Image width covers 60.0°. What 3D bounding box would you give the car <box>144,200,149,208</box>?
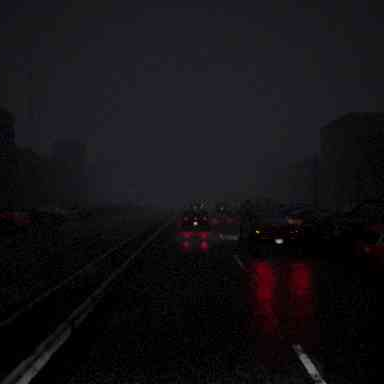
[{"bbox_3d":[-12.302,2.481,68.158,5.566,2.045,2.435,0,-1,0],"label":"car"}]

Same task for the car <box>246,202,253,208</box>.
[{"bbox_3d":[7.832,1.930,31.365,4.674,1.452,2.002,0,-1,0],"label":"car"}]

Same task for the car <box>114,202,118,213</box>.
[{"bbox_3d":[-12.509,2.168,43.024,4.792,1.488,2.163,0,-1,0],"label":"car"}]

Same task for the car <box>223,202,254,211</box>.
[{"bbox_3d":[8.193,2.499,58.934,5.366,1.575,1.946,0,-1,0],"label":"car"}]

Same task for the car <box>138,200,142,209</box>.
[{"bbox_3d":[-12.318,2.632,62.470,4.674,1.452,2.002,0,-1,0],"label":"car"}]

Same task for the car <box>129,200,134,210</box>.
[{"bbox_3d":[-12.418,2.422,54.137,4.792,1.488,2.163,0,-1,0],"label":"car"}]

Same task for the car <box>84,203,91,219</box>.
[{"bbox_3d":[-12.544,1.775,31.922,4.553,1.767,2.185,0,-1,0],"label":"car"}]

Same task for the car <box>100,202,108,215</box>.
[{"bbox_3d":[-12.531,2.017,37.468,5.008,1.535,2.097,0,-1,0],"label":"car"}]

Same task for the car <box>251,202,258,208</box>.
[{"bbox_3d":[7.847,1.864,28.608,4.792,1.488,2.163,0,-1,0],"label":"car"}]

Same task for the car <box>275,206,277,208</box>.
[{"bbox_3d":[7.763,1.714,20.340,4.674,1.452,2.002,0,-1,0],"label":"car"}]

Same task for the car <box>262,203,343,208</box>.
[{"bbox_3d":[7.778,1.725,23.095,5.008,1.535,2.097,0,-1,0],"label":"car"}]

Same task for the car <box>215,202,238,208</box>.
[{"bbox_3d":[8.086,3.004,78.227,5.008,1.535,2.097,0,-2,0],"label":"car"}]

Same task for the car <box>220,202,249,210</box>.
[{"bbox_3d":[8.217,2.636,64.447,5.366,1.575,1.946,0,-1,0],"label":"car"}]

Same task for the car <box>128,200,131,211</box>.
[{"bbox_3d":[-12.409,2.368,51.358,4.674,1.452,2.002,0,-1,0],"label":"car"}]

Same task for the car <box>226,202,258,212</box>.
[{"bbox_3d":[7.944,2.400,53.416,4.792,1.488,2.163,0,-1,0],"label":"car"}]

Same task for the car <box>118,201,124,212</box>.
[{"bbox_3d":[-12.451,2.204,45.928,5.008,1.535,2.097,0,-1,0],"label":"car"}]

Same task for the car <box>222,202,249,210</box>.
[{"bbox_3d":[8.049,2.600,61.690,4.792,1.488,2.163,0,-1,0],"label":"car"}]

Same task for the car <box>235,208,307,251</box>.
[{"bbox_3d":[3.188,1.626,14.397,1.812,1.442,4.674,0,-1,0],"label":"car"}]

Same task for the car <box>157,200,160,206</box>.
[{"bbox_3d":[-12.108,3.313,90.370,5.008,1.535,2.097,0,-1,0],"label":"car"}]

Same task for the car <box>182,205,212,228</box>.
[{"bbox_3d":[0.252,1.875,24.573,1.895,1.301,4.718,0,-1,0],"label":"car"}]

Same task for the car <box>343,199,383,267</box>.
[{"bbox_3d":[7.668,1.275,9.325,5.566,2.045,2.435,0,0,0],"label":"car"}]

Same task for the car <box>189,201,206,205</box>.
[{"bbox_3d":[0.362,1.990,42.288,2.097,1.767,4.553,0,-1,0],"label":"car"}]

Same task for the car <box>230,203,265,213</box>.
[{"bbox_3d":[7.937,2.284,47.940,4.674,1.452,2.002,0,-1,0],"label":"car"}]

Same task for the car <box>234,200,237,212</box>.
[{"bbox_3d":[7.882,2.061,39.635,5.008,1.535,2.097,0,-1,0],"label":"car"}]

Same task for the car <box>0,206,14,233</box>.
[{"bbox_3d":[-12.684,1.664,18.022,4.674,1.452,2.002,0,-1,0],"label":"car"}]

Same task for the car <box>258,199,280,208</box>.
[{"bbox_3d":[7.831,1.654,25.854,4.553,1.767,2.185,0,-1,0],"label":"car"}]

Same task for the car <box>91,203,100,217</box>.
[{"bbox_3d":[-12.519,1.988,34.689,4.792,1.488,2.163,0,-1,0],"label":"car"}]

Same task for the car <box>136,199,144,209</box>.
[{"bbox_3d":[-12.329,2.537,65.344,4.553,1.767,2.185,0,-1,0],"label":"car"}]

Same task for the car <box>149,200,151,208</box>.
[{"bbox_3d":[-12.200,2.904,73.709,4.792,1.488,2.163,0,-1,0],"label":"car"}]

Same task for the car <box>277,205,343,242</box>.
[{"bbox_3d":[7.563,1.623,17.585,5.366,1.575,1.946,0,-1,0],"label":"car"}]

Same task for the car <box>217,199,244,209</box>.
[{"bbox_3d":[8.027,2.530,69.965,5.566,2.045,2.435,0,-2,0],"label":"car"}]

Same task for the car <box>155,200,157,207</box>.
[{"bbox_3d":[-12.144,3.163,84.697,5.008,1.535,2.097,0,-2,0],"label":"car"}]

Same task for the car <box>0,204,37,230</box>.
[{"bbox_3d":[-12.631,1.548,20.802,4.553,1.767,2.185,0,-1,0],"label":"car"}]

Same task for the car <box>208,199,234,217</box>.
[{"bbox_3d":[3.344,1.921,39.115,2.097,1.767,4.553,0,-1,0],"label":"car"}]

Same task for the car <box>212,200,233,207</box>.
[{"bbox_3d":[8.111,3.059,89.260,5.566,2.045,2.435,0,-2,0],"label":"car"}]

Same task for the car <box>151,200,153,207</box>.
[{"bbox_3d":[-12.176,2.976,76.486,4.792,1.488,2.163,0,-2,0],"label":"car"}]

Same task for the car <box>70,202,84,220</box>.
[{"bbox_3d":[-12.778,1.842,29.260,5.366,1.575,1.946,0,-1,0],"label":"car"}]

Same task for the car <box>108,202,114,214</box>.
[{"bbox_3d":[-12.497,2.079,40.247,4.892,1.521,2.231,0,-1,0],"label":"car"}]

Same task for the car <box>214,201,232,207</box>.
[{"bbox_3d":[8.096,3.109,86.500,4.553,1.767,2.185,0,-2,0],"label":"car"}]

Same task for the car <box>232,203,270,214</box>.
[{"bbox_3d":[7.951,2.210,45.147,4.792,1.488,2.163,0,-1,0],"label":"car"}]

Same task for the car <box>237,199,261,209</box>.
[{"bbox_3d":[7.881,1.695,34.127,5.566,2.045,2.435,0,-1,0],"label":"car"}]

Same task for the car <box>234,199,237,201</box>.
[{"bbox_3d":[7.873,1.995,42.394,4.553,1.767,2.185,0,-1,0],"label":"car"}]

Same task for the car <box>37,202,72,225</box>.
[{"bbox_3d":[-12.622,1.788,26.479,4.892,1.521,2.231,0,-1,0],"label":"car"}]

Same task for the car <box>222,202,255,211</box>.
[{"bbox_3d":[7.805,2.433,56.174,5.366,1.575,1.946,0,-1,0],"label":"car"}]

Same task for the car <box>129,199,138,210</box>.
[{"bbox_3d":[-12.373,2.459,56.917,4.892,1.521,2.231,0,-1,0],"label":"car"}]

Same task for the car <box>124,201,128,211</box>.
[{"bbox_3d":[-12.440,2.267,48.706,4.892,1.521,2.231,0,-1,0],"label":"car"}]
